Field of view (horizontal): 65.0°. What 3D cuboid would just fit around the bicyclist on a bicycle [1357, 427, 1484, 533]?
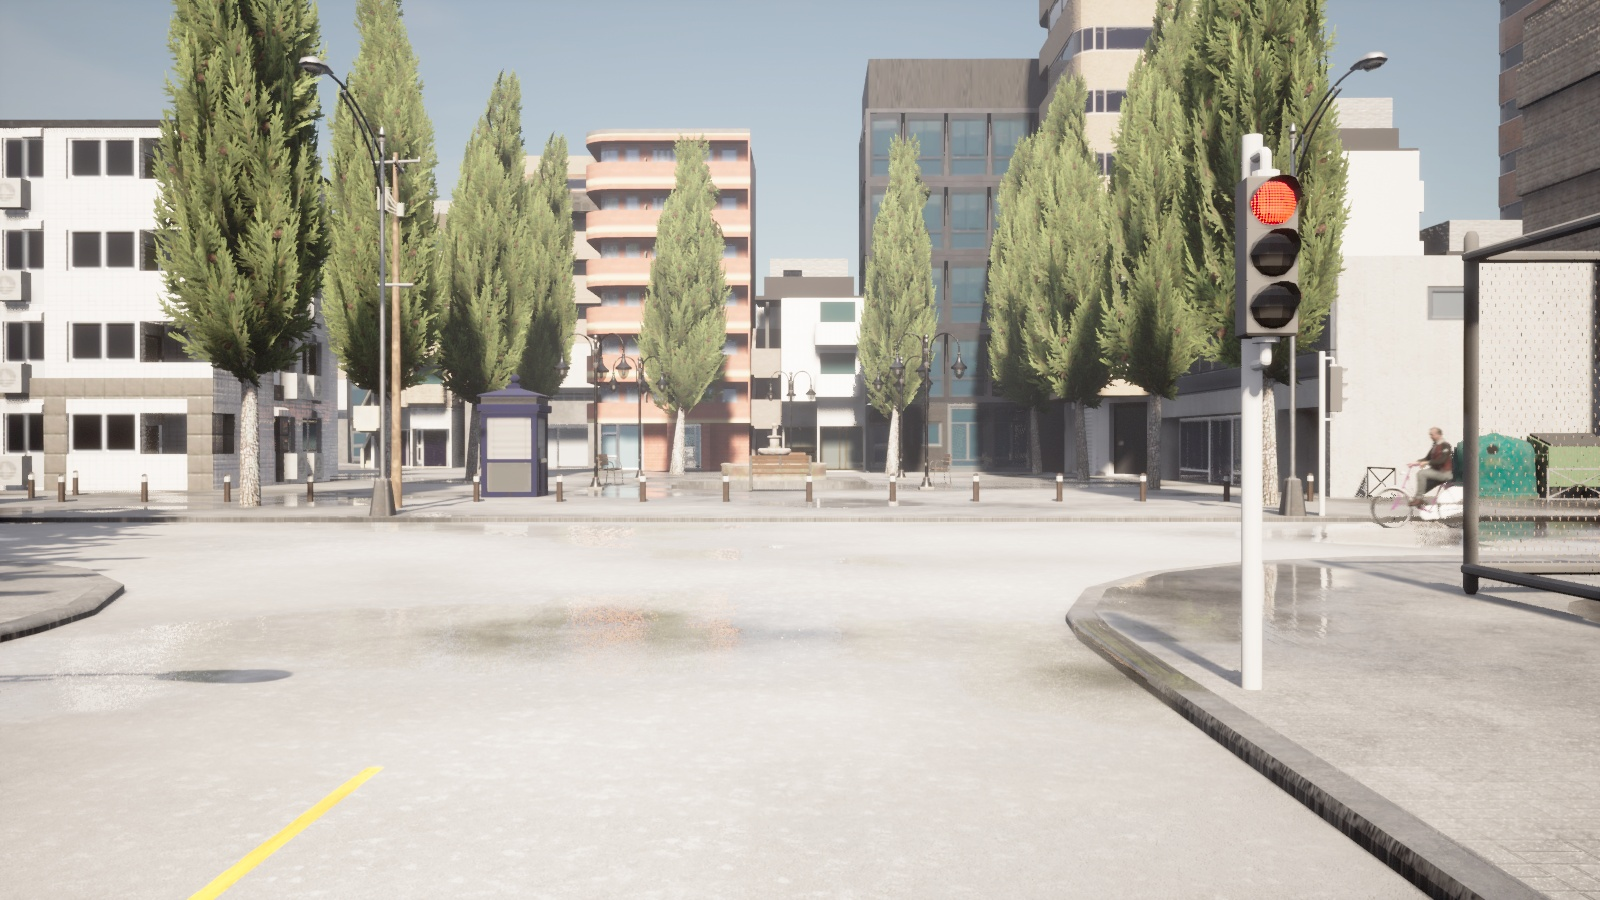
[{"bbox_3d":[10.620,0.504,21.522,1.843,1.776,0.659,0,0,0],"label":"bicyclist on a bicycle"}]
